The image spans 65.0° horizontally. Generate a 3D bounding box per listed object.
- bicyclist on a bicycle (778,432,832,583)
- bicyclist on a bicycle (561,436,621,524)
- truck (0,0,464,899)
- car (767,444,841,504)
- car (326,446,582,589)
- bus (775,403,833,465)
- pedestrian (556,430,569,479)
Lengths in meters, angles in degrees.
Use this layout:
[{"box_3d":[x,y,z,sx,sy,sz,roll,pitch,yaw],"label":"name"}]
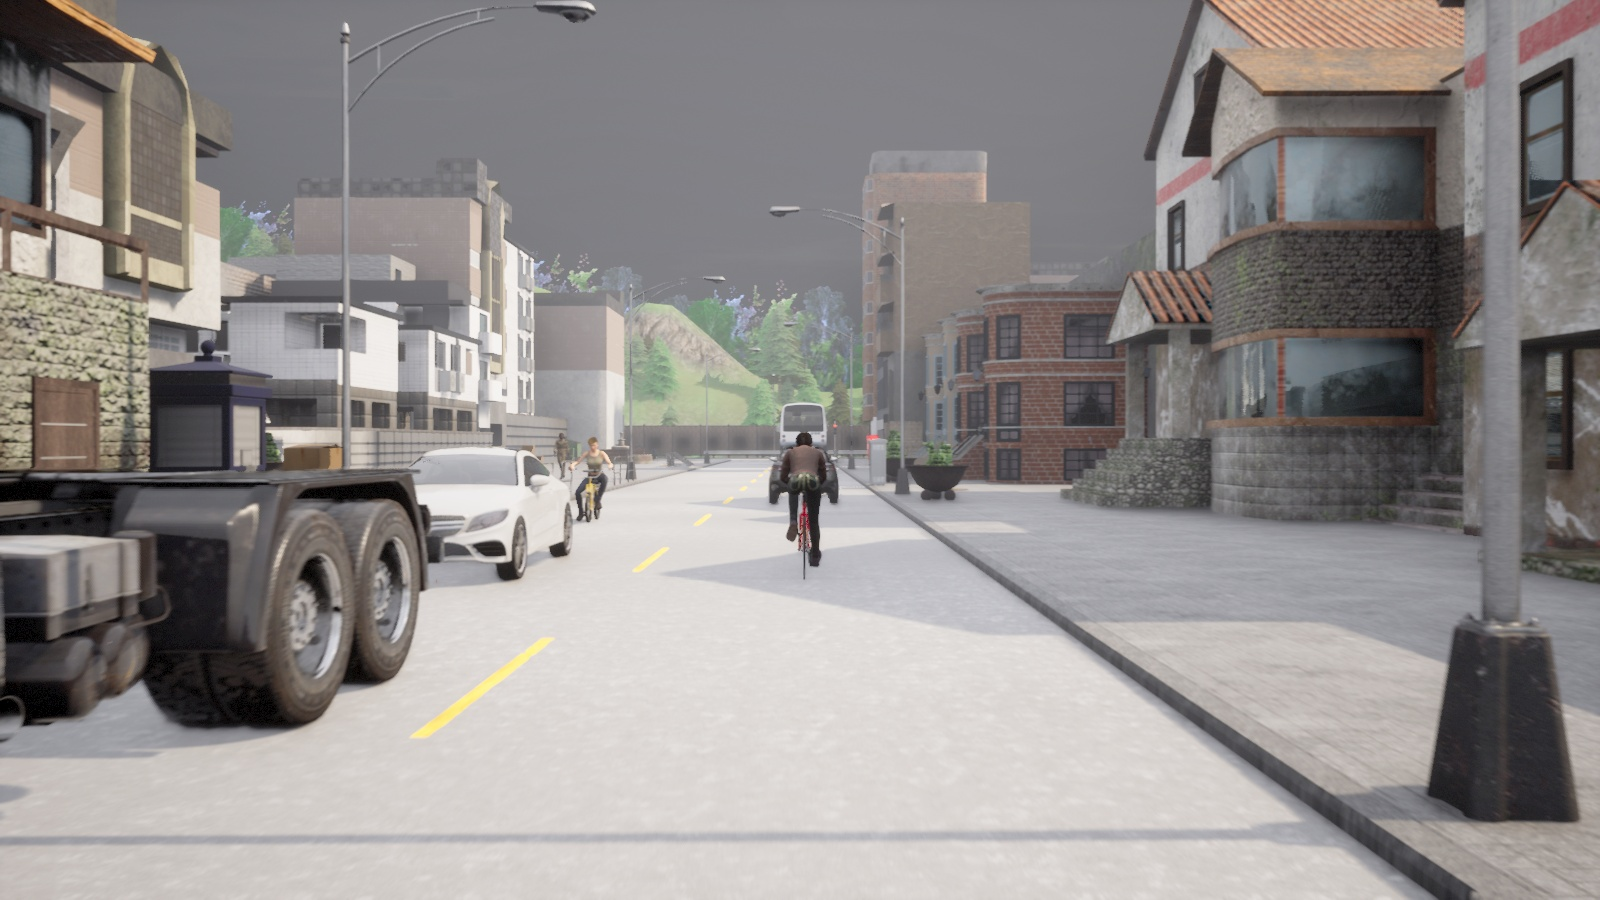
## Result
[{"box_3d":[0.053,0.619,14.296,0.582,1.620,1.656,0,0,0],"label":"bicyclist on a bicycle"},{"box_3d":[-3.920,0.546,23.679,0.866,1.612,1.509,0,0,0],"label":"bicyclist on a bicycle"},{"box_3d":[-3.959,-0.267,5.142,2.891,3.462,7.936,0,0,1],"label":"truck"},{"box_3d":[0.106,0.576,32.679,1.816,1.474,4.193,0,0,0],"label":"car"},{"box_3d":[-3.943,0.684,15.158,1.812,1.442,4.674,0,0,0],"label":"car"},{"box_3d":[0.275,-1.145,91.393,3.944,4.253,10.273,0,0,0],"label":"bus"},{"box_3d":[-9.289,0.172,49.037,0.396,1.930,0.692,0,0,-1],"label":"pedestrian"}]
